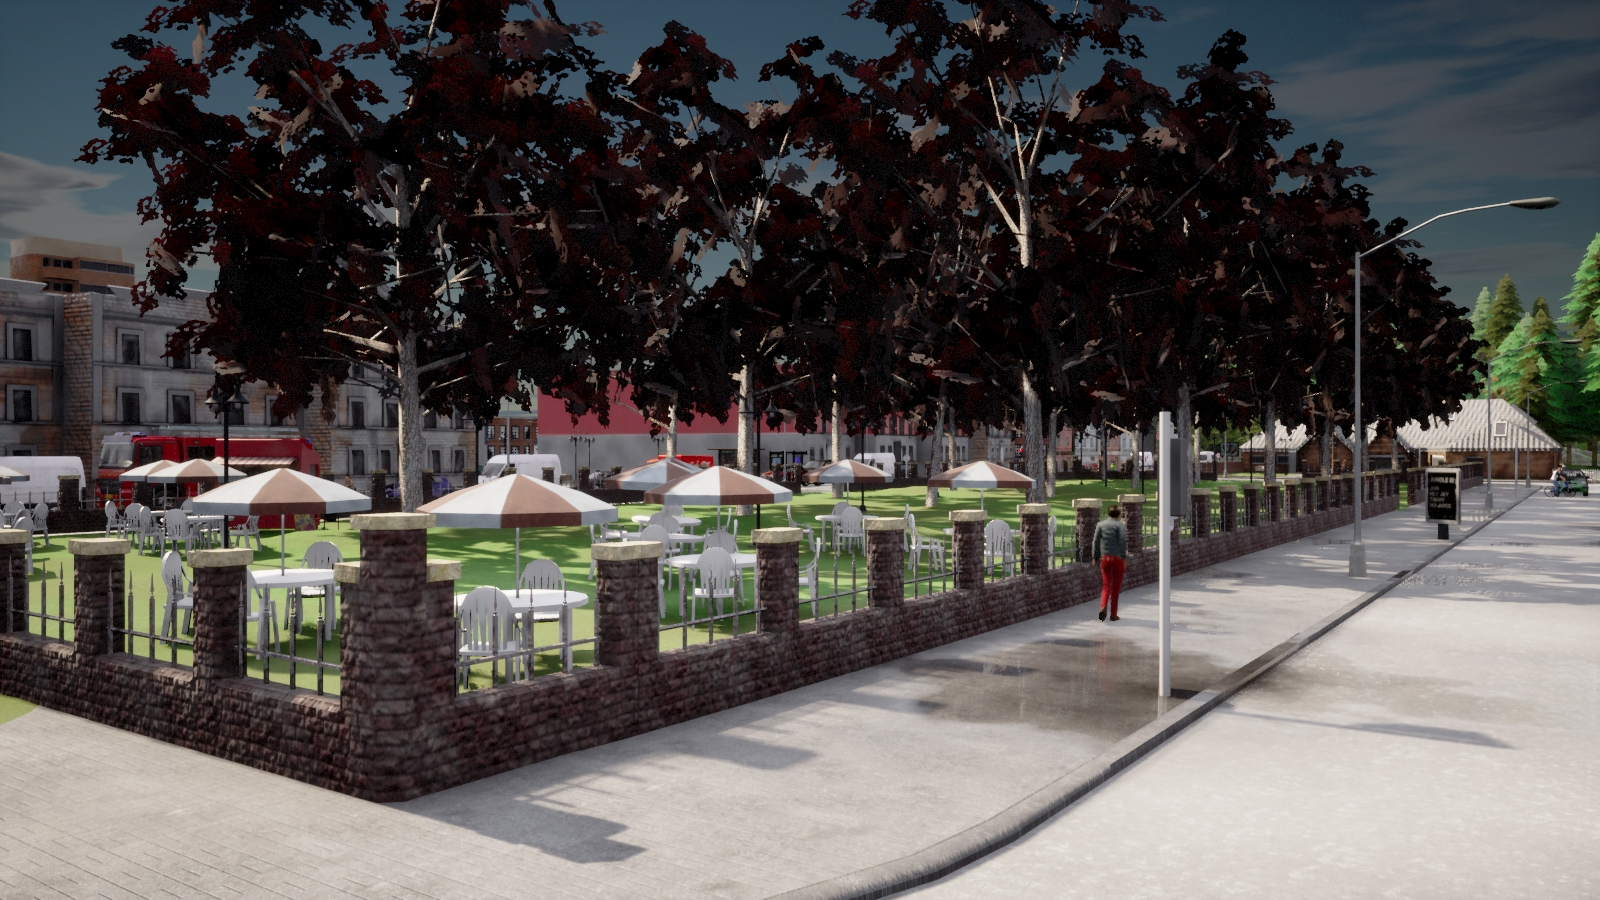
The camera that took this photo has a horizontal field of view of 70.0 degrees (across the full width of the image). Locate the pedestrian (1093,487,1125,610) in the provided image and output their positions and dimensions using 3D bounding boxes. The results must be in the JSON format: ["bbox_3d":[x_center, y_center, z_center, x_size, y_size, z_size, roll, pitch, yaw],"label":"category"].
[{"bbox_3d":[4.801,1.517,17.733,0.375,1.860,0.375,0,0,37],"label":"pedestrian"}]

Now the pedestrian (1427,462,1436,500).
[{"bbox_3d":[31.135,1.525,56.313,0.375,1.860,0.375,0,0,35],"label":"pedestrian"}]

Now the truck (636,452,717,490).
[{"bbox_3d":[-8.233,1.348,76.671,2.627,2.467,5.204,0,0,35],"label":"truck"}]

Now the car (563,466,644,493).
[{"bbox_3d":[-12.166,1.814,71.050,2.097,1.535,5.006,0,0,35],"label":"car"}]

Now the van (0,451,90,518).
[{"bbox_3d":[-31.021,1.314,44.007,1.988,2.561,5.915,0,0,35],"label":"van"}]

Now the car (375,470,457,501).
[{"bbox_3d":[-20.045,1.818,59.739,1.845,1.501,3.633,0,0,35],"label":"car"}]

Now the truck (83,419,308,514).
[{"bbox_3d":[-26.598,0.670,50.778,2.891,3.827,8.468,0,0,35],"label":"truck"}]

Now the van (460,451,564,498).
[{"bbox_3d":[-16.329,1.314,65.083,1.988,2.561,5.915,0,0,35],"label":"van"}]
